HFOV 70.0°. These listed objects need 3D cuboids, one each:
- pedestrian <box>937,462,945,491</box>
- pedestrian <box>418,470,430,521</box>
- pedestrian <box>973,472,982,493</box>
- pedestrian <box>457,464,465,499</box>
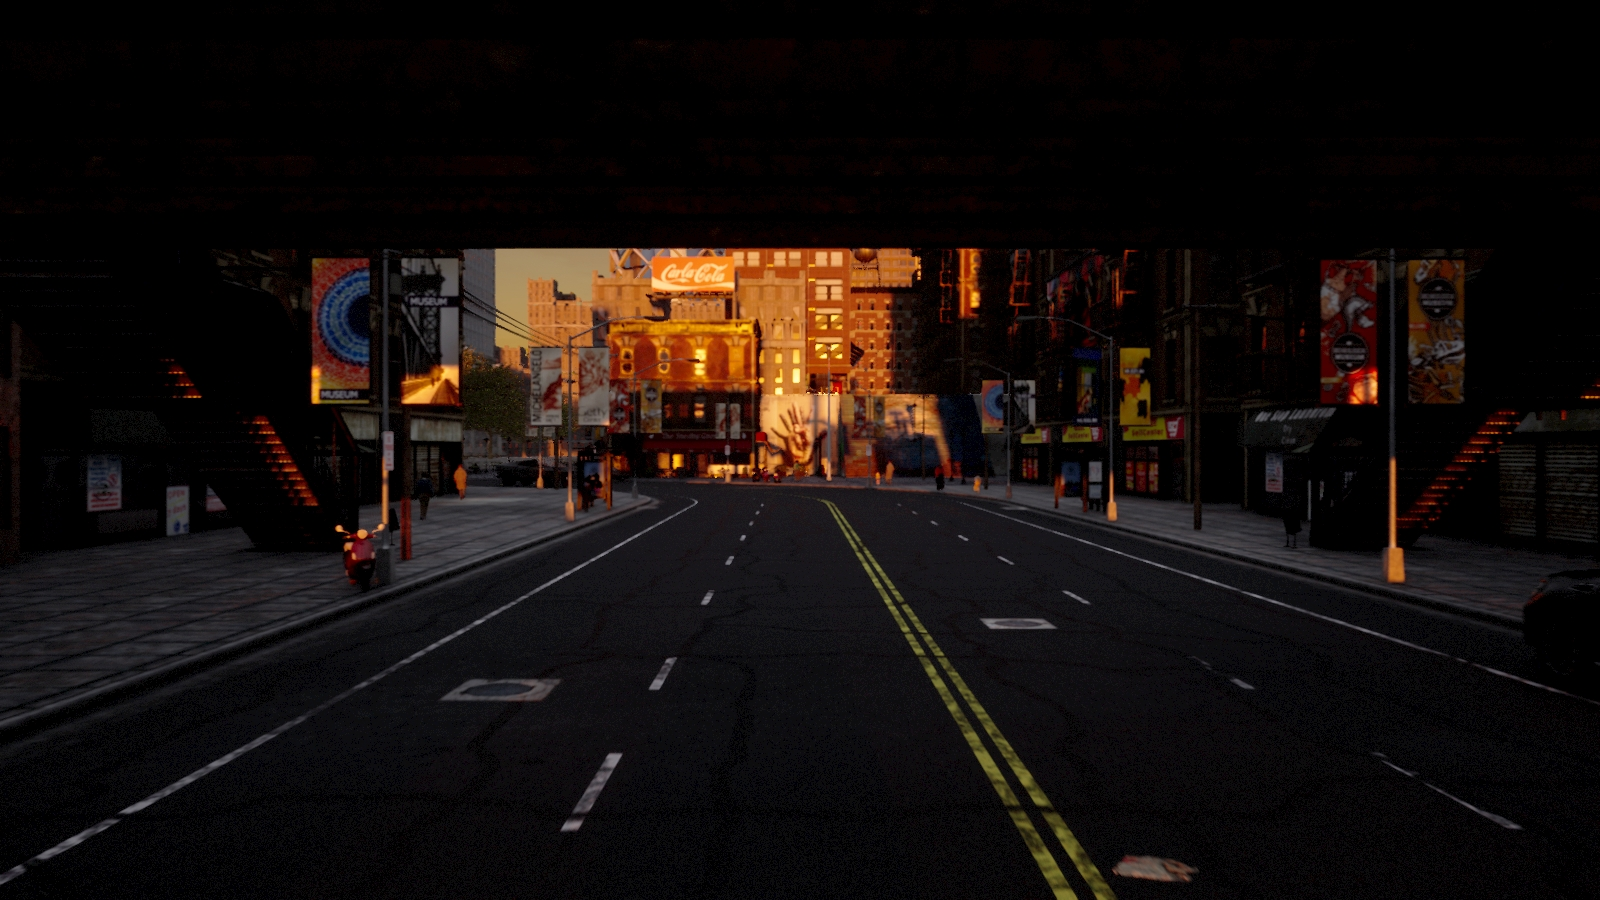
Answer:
[{"bbox_3d":[8.948,1.690,72.733,0.375,1.860,0.375,0,0,-18],"label":"pedestrian"},{"bbox_3d":[-13.916,1.692,42.259,0.375,1.860,0.375,0,0,-10],"label":"pedestrian"},{"bbox_3d":[10.742,1.971,69.151,0.375,1.300,0.375,0,0,-15],"label":"pedestrian"},{"bbox_3d":[-18.088,1.691,61.013,0.375,1.860,0.375,0,0,-13],"label":"pedestrian"}]
